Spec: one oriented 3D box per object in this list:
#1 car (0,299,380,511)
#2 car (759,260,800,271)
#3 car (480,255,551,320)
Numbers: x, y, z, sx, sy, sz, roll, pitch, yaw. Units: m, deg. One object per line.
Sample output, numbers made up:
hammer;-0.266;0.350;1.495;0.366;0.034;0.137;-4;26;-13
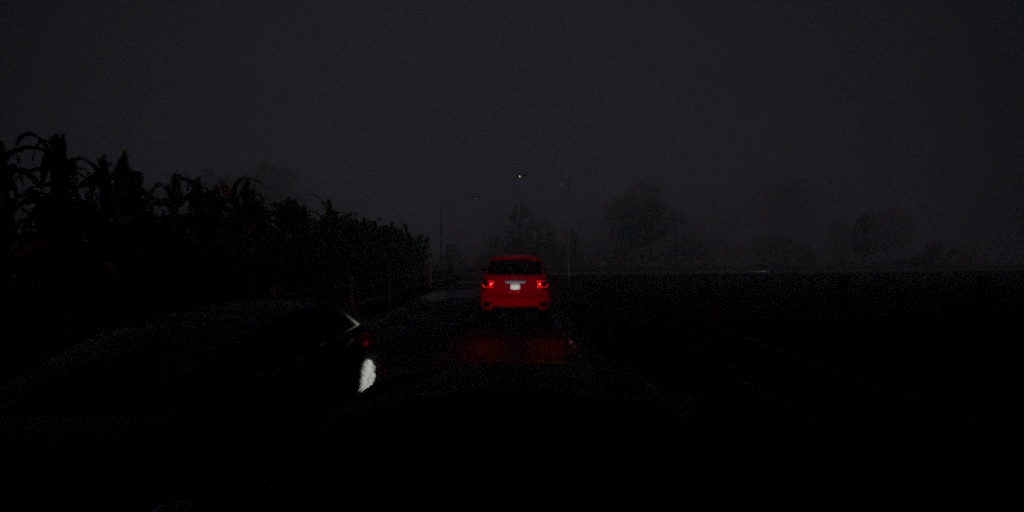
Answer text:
car;-2.850;1.260;3.440;1.837;1.490;4.892;0;0;0
car;33.248;1.155;44.611;4.181;1.385;1.994;-1;0;1
car;0.094;1.003;12.812;2.150;2.045;5.566;0;-1;0
